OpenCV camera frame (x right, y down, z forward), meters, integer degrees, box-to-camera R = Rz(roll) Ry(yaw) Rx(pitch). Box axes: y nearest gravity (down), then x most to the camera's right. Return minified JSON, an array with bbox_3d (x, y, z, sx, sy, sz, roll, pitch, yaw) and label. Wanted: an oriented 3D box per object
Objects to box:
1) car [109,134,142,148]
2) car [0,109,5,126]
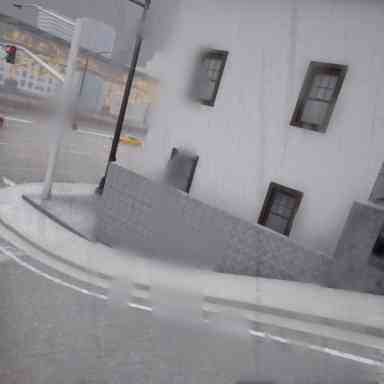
[{"bbox_3d":[-9.000,-7.135,45.411,1.882,1.535,5.008,24,13,34],"label":"car"},{"bbox_3d":[-19.877,-7.392,30.737,2.097,1.767,4.553,24,13,34],"label":"car"}]
